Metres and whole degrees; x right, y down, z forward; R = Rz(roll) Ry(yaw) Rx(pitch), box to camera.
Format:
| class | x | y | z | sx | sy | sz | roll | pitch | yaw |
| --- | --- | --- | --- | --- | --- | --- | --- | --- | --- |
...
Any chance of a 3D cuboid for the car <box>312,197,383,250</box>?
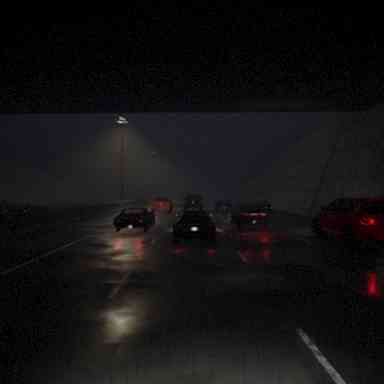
| class | x | y | z | sx | sy | sz | roll | pitch | yaw |
| --- | --- | --- | --- | --- | --- | --- | --- | --- | --- |
| car | 7.105 | 1.233 | 14.423 | 2.150 | 2.045 | 5.566 | 0 | 0 | 0 |

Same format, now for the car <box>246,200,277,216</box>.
| class | x | y | z | sx | sy | sz | roll | pitch | yaw |
| --- | --- | --- | --- | --- | --- | --- | --- | --- | --- |
| car | 7.127 | 1.574 | 34.656 | 2.033 | 1.411 | 5.357 | 0 | 0 | 0 |

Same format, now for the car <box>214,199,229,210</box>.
| class | x | y | z | sx | sy | sz | roll | pitch | yaw |
| --- | --- | --- | --- | --- | --- | --- | --- | --- | --- |
| car | 3.633 | 1.522 | 39.538 | 2.128 | 1.511 | 4.902 | 0 | 0 | 0 |

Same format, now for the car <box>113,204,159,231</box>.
| class | x | y | z | sx | sy | sz | roll | pitch | yaw |
| --- | --- | --- | --- | --- | --- | --- | --- | --- | --- |
| car | -3.390 | 1.617 | 20.499 | 1.895 | 1.301 | 4.718 | 0 | 0 | 0 |

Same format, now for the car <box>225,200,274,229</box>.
| class | x | y | z | sx | sy | sz | roll | pitch | yaw |
| --- | --- | --- | --- | --- | --- | --- | --- | --- | --- |
| car | 3.612 | 1.510 | 21.643 | 2.128 | 1.511 | 4.902 | 0 | 0 | 0 |

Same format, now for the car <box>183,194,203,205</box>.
| class | x | y | z | sx | sy | sz | roll | pitch | yaw |
| --- | --- | --- | --- | --- | --- | --- | --- | --- | --- |
| car | 0.132 | 1.251 | 39.057 | 2.150 | 2.045 | 5.566 | 0 | 0 | 0 |

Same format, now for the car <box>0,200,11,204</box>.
| class | x | y | z | sx | sy | sz | roll | pitch | yaw |
| --- | --- | --- | --- | --- | --- | --- | --- | --- | --- |
| car | -17.574 | 1.515 | 30.736 | 2.128 | 1.511 | 4.902 | 0 | 0 | 0 |

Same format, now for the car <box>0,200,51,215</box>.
| class | x | y | z | sx | sy | sz | roll | pitch | yaw |
| --- | --- | --- | --- | --- | --- | --- | --- | --- | --- |
| car | -14.078 | 1.623 | 28.744 | 1.895 | 1.301 | 4.718 | 0 | 0 | 0 |

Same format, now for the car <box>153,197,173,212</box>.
| class | x | y | z | sx | sy | sz | roll | pitch | yaw |
| --- | --- | --- | --- | --- | --- | --- | --- | --- | --- |
| car | -3.368 | 1.381 | 38.529 | 2.097 | 1.767 | 4.553 | 0 | 0 | 0 |

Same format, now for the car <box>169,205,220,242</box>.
| class | x | y | z | sx | sy | sz | roll | pitch | yaw |
| --- | --- | --- | --- | --- | --- | --- | --- | --- | --- |
| car | 0.106 | 1.577 | 16.443 | 1.994 | 1.385 | 4.181 | 0 | 0 | 0 |
